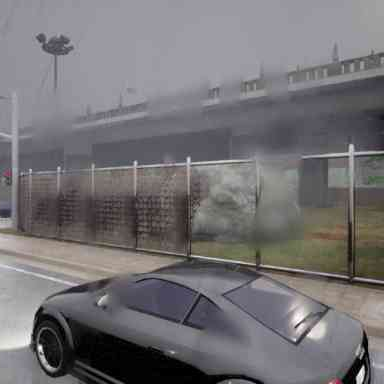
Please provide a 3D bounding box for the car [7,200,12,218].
[{"bbox_3d":[-15.431,1.408,27.985,2.097,1.767,4.553,0,0,36],"label":"car"}]

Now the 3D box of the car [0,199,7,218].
[{"bbox_3d":[-7.826,1.221,9.543,5.566,2.045,2.150,0,0,36],"label":"car"}]

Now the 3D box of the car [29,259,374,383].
[{"bbox_3d":[-0.146,1.564,4.094,4.181,1.385,1.994,0,0,36],"label":"car"}]

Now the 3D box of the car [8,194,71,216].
[{"bbox_3d":[-15.513,1.277,34.198,2.150,2.045,5.566,0,0,35],"label":"car"}]
